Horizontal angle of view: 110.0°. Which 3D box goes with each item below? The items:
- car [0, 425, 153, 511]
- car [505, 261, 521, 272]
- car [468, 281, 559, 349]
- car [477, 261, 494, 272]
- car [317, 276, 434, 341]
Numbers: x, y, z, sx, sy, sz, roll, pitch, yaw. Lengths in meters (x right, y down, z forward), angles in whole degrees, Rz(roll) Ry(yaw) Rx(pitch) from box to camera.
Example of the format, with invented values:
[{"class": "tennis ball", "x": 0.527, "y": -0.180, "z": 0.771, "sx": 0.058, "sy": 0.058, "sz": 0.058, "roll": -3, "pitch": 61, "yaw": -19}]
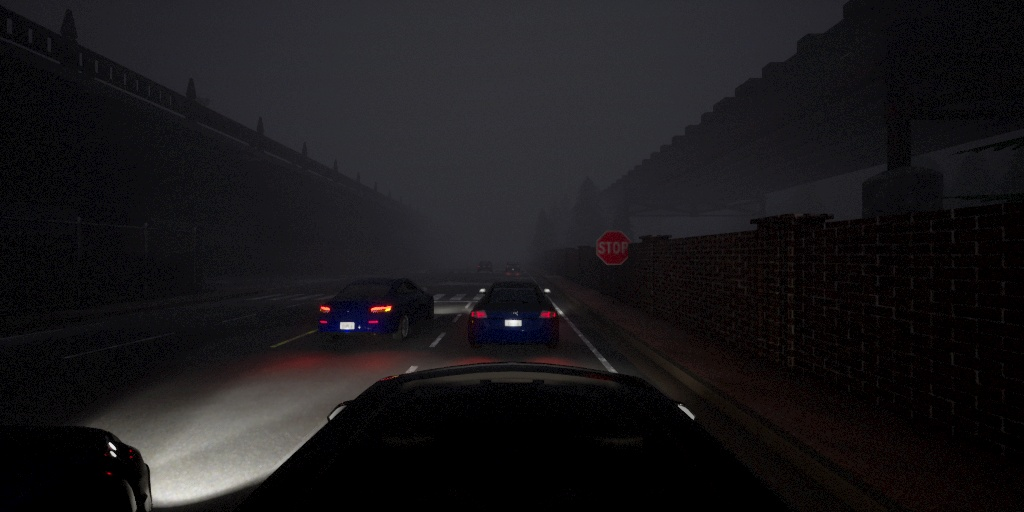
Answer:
[{"class": "car", "x": -3.398, "y": 1.314, "z": 0.623, "sx": 1.994, "sy": 1.385, "sz": 4.181, "roll": 0, "pitch": 0, "yaw": 0}, {"class": "car", "x": 0.094, "y": 1.351, "z": 46.016, "sx": 1.895, "sy": 1.301, "sz": 4.718, "roll": 0, "pitch": 0, "yaw": -1}, {"class": "car", "x": 0.069, "y": 1.314, "z": 9.197, "sx": 1.994, "sy": 1.385, "sz": 4.181, "roll": 0, "pitch": 0, "yaw": 1}, {"class": "car", "x": -3.401, "y": 1.297, "z": 45.854, "sx": 2.033, "sy": 1.411, "sz": 5.357, "roll": 0, "pitch": 0, "yaw": -1}, {"class": "car", "x": -3.413, "y": 1.276, "z": 9.719, "sx": 1.812, "sy": 1.442, "sz": 4.674, "roll": 0, "pitch": 0, "yaw": 0}]
